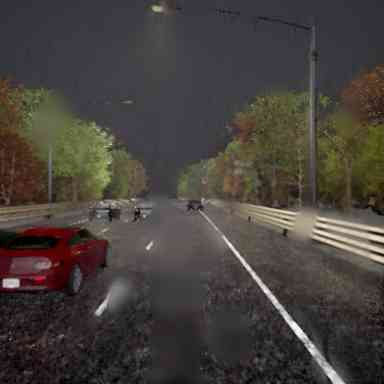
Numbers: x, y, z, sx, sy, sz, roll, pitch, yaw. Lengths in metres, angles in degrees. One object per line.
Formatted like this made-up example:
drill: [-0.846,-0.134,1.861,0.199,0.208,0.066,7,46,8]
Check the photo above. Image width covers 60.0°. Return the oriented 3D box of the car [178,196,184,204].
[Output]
car: [-2.065,1.826,78.820,2.097,1.767,4.553,0,-1,-3]

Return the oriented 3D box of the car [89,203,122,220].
car: [-7.190,1.671,27.914,2.128,1.511,4.902,0,0,-1]

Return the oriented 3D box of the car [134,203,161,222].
car: [-3.686,1.667,27.860,2.128,1.511,4.902,0,0,-1]

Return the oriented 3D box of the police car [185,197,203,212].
police car: [0.379,1.723,44.167,1.930,1.638,5.238,0,0,-2]

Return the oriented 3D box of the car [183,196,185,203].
car: [-0.186,1.897,60.340,1.801,1.575,5.366,0,-1,-2]

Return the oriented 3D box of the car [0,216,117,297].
car: [-3.440,1.575,8.610,1.812,1.442,4.674,0,0,0]
